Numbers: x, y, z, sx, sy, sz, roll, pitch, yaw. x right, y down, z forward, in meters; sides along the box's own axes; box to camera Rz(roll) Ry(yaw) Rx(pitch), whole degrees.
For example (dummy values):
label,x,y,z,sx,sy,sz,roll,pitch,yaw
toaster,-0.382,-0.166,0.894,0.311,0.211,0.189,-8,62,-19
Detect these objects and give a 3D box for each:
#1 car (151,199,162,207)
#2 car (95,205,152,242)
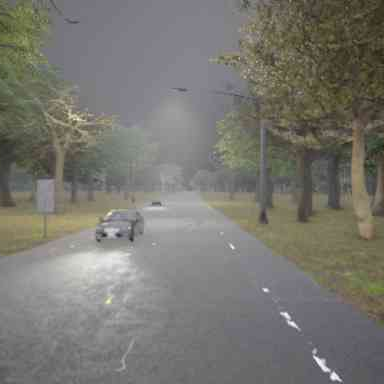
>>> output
label,x,y,z,sx,sy,sz,roll,pitch,yaw
car,-6.133,1.831,57.458,1.895,1.301,4.718,0,0,-6
car,-3.606,1.652,17.346,2.128,1.511,4.902,0,0,0
